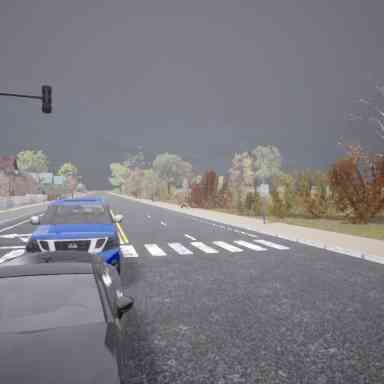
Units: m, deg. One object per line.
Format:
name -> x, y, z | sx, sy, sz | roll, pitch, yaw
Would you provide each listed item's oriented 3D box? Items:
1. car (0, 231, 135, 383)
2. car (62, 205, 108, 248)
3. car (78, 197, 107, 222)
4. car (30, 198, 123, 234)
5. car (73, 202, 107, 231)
car -> -1.708, 1.524, 3.883 | 1.812, 1.442, 4.674 | 0, 0, -13
car -> -5.035, 1.498, 16.036 | 1.837, 1.490, 4.892 | 0, 0, -15
car -> -8.192, 1.337, 27.507 | 2.097, 1.767, 4.553 | 0, 0, -15
car -> -3.362, 1.218, 9.968 | 2.150, 2.045, 5.566 | 0, 0, -15
car -> -6.617, 1.467, 21.778 | 1.882, 1.535, 5.008 | 0, 0, -16
